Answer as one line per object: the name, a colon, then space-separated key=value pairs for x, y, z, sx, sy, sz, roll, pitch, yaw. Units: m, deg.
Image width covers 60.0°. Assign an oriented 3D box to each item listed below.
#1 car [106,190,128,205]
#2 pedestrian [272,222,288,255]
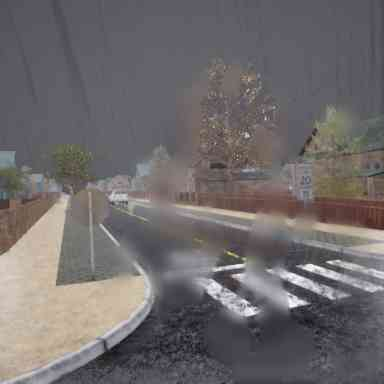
car: x=-10.466 y=0.724 z=47.153 sx=2.150 sy=2.045 sz=5.566 roll=-2 pitch=1 yaw=-20
pedestrian: x=2.846 y=1.469 z=10.564 sx=0.500 sy=1.100 sz=0.500 roll=-1 pitch=0 yaw=-20
